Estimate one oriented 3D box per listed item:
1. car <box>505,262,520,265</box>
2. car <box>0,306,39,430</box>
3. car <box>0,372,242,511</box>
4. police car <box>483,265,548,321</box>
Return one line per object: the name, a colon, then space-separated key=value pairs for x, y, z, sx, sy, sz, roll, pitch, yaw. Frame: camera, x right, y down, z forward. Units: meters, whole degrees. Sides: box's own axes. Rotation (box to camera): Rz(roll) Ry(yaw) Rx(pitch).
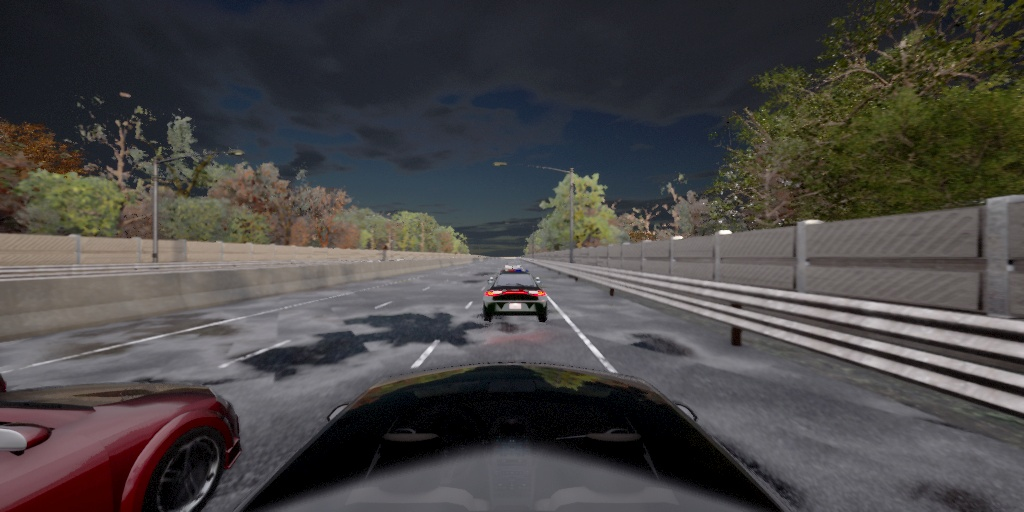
car: x=0.099 y=1.362 z=44.307 sx=1.895 sy=1.301 sz=4.718 roll=0 pitch=0 yaw=0
car: x=-6.901 y=1.315 z=2.383 sx=1.994 sy=1.385 sz=4.181 roll=0 pitch=0 yaw=0
car: x=-3.401 y=1.314 z=1.455 sx=1.994 sy=1.385 sz=4.181 roll=0 pitch=0 yaw=0
police car: x=0.099 y=1.257 z=12.648 sx=2.038 sy=1.542 sz=4.974 roll=0 pitch=0 yaw=0
